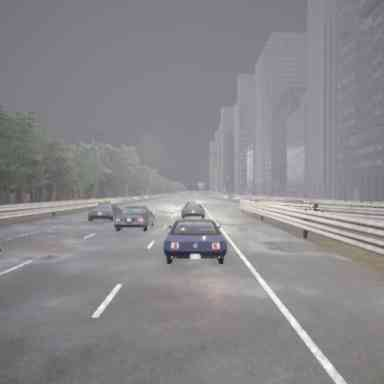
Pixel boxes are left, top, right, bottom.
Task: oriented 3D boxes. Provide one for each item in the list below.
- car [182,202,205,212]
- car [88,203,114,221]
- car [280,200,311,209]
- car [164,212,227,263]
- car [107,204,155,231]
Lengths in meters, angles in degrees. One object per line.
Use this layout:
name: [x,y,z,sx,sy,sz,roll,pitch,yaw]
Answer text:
car: [0.106,1.576,29.249,1.994,1.385,4.181,0,0,0]
car: [-6.893,1.574,26.877,1.994,1.385,4.181,0,0,0]
car: [11.328,1.622,37.783,2.033,1.411,5.357,0,0,-15]
car: [0.103,1.603,11.939,1.895,1.301,4.718,0,0,0]
car: [-3.397,1.553,20.405,2.033,1.411,5.357,0,0,0]
